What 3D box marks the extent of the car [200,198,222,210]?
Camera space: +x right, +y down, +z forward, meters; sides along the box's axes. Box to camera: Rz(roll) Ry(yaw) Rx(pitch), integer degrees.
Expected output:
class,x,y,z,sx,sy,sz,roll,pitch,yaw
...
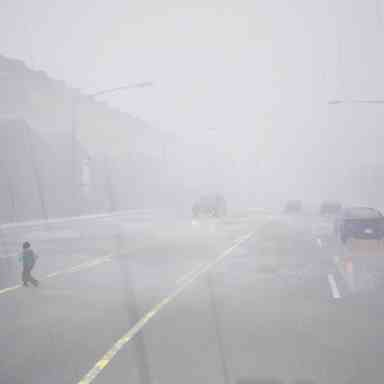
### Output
class,x,y,z,sx,sy,sz,roll,pitch,yaw
car,2.587,1.526,44.252,1.812,1.442,4.674,0,0,19

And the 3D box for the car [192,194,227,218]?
class,x,y,z,sx,sy,sz,roll,pitch,yaw
car,1.745,1.222,30.947,2.150,2.045,5.566,0,0,19

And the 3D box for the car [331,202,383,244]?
class,x,y,z,sx,sy,sz,roll,pitch,yaw
car,8.070,1.477,16.099,1.882,1.535,5.008,0,0,18

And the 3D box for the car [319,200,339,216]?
class,x,y,z,sx,sy,sz,roll,pitch,yaw
car,13.594,1.478,32.662,1.882,1.535,5.008,0,0,18

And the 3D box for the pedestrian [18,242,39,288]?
class,x,y,z,sx,sy,sz,roll,pitch,yaw
pedestrian,-3.835,1.674,7.760,0.500,1.100,0.500,0,0,17

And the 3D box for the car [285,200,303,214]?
class,x,y,z,sx,sy,sz,roll,pitch,yaw
car,11.114,1.547,36.290,2.033,1.411,5.357,0,0,18
